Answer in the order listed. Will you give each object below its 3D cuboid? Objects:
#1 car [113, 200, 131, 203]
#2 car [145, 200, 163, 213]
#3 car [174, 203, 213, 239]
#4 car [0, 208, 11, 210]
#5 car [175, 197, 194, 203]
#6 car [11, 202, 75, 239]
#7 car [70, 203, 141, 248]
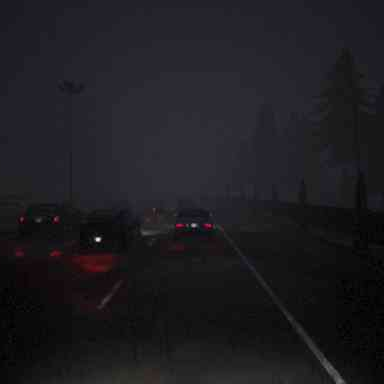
[{"bbox_3d":[-7.509,1.478,35.666,1.895,1.301,4.718,0,0,-5],"label":"car"},{"bbox_3d":[-4.006,1.479,35.663,1.895,1.301,4.718,0,0,-5],"label":"car"},{"bbox_3d":[0.074,1.489,16.881,2.033,1.411,5.357,0,0,0],"label":"car"},{"bbox_3d":[-17.982,1.104,33.900,2.150,2.045,5.566,0,0,-5],"label":"car"},{"bbox_3d":[-0.846,1.345,38.776,1.882,1.535,5.008,0,0,-7],"label":"car"},{"bbox_3d":[-6.927,1.294,17.125,2.097,1.767,4.553,0,0,0],"label":"car"},{"bbox_3d":[-3.422,1.455,14.515,1.837,1.490,4.892,0,0,0],"label":"car"}]
